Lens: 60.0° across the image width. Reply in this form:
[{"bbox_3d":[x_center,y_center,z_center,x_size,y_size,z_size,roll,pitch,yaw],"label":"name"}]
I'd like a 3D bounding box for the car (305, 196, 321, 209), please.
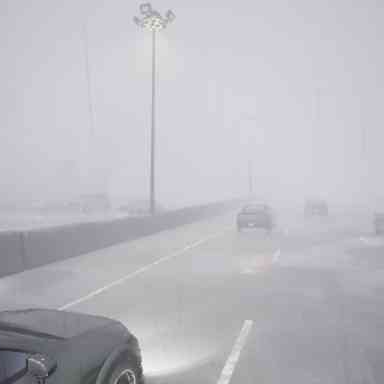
[{"bbox_3d":[14.854,1.215,41.063,1.812,1.442,4.674,0,1,19],"label":"car"}]

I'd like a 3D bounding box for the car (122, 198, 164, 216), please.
[{"bbox_3d":[-4.040,1.452,29.480,1.994,1.385,4.181,0,1,19],"label":"car"}]

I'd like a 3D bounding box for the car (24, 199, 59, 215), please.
[{"bbox_3d":[-14.101,1.414,32.509,1.812,1.442,4.674,0,1,19],"label":"car"}]

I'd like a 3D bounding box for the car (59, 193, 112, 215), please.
[{"bbox_3d":[-10.194,1.095,33.138,2.150,2.045,5.566,0,1,19],"label":"car"}]

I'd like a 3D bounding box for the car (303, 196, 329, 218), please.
[{"bbox_3d":[10.844,1.328,29.182,1.882,1.535,5.008,0,0,19],"label":"car"}]

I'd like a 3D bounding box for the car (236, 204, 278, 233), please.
[{"bbox_3d":[3.827,1.437,19.339,2.128,1.511,4.902,0,0,19],"label":"car"}]

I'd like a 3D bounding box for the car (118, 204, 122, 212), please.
[{"bbox_3d":[-5.760,1.387,35.327,2.033,1.411,5.357,0,1,19],"label":"car"}]

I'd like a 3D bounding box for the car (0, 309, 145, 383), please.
[{"bbox_3d":[-1.971,1.563,2.162,1.994,1.385,4.181,0,0,19],"label":"car"}]

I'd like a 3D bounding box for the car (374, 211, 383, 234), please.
[{"bbox_3d":[10.026,1.461,15.816,1.837,1.490,4.892,0,0,19],"label":"car"}]
